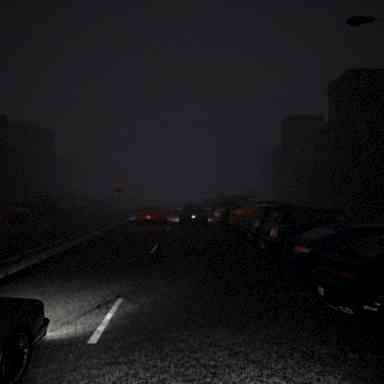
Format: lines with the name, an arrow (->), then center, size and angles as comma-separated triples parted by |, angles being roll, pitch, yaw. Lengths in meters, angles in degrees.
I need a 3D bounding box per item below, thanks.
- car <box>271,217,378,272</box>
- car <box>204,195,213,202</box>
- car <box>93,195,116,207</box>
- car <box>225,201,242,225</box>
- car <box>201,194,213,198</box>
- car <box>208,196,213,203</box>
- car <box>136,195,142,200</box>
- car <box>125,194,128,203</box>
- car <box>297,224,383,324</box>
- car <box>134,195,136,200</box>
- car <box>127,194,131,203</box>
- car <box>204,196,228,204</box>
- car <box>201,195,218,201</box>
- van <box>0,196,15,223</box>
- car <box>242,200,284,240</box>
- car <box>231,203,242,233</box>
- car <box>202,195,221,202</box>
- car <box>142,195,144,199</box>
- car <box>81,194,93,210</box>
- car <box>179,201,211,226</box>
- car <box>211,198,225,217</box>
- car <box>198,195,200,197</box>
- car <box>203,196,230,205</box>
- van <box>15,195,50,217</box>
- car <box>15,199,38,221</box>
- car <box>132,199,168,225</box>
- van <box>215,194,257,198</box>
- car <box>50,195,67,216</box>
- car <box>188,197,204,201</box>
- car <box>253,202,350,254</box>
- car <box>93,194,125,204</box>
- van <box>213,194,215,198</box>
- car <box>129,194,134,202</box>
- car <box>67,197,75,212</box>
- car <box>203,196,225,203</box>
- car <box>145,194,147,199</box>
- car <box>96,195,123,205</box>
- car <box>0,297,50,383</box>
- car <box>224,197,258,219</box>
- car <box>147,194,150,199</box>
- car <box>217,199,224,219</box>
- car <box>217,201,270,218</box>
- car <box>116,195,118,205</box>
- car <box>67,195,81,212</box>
car -> 4.708, 1.525, 8.671 | 4.674, 1.452, 2.002 | 0, 0, 0
car -> 4.687, 1.622, 50.361 | 4.792, 1.488, 2.163 | 0, 0, 0
car -> -15.497, 1.662, 54.199 | 4.792, 1.488, 2.163 | 0, 0, 0
car -> 4.708, 1.508, 19.786 | 5.008, 1.535, 2.097 | 0, 0, 0
car -> 4.688, 1.347, 53.142 | 5.566, 2.045, 2.435 | 0, 0, 0
car -> 4.708, 1.567, 39.243 | 4.892, 1.521, 2.231 | 0, 0, 0
car -> -15.514, 1.399, 79.018 | 5.566, 2.045, 2.435 | 0, 0, 0
car -> -15.530, 1.679, 65.101 | 4.674, 1.452, 2.002 | 0, 0, 0
car -> 4.705, 1.484, 5.893 | 4.892, 1.521, 2.231 | 0, 0, 0
car -> -15.541, 1.682, 73.504 | 4.674, 1.452, 2.002 | 0, 0, 0
car -> -15.533, 1.679, 67.989 | 4.674, 1.452, 2.002 | 0, 0, 0
car -> 4.762, 1.653, 67.031 | 4.792, 1.488, 2.163 | 0, 0, 0
car -> 4.852, 1.737, 94.945 | 4.792, 1.488, 2.163 | 0, 0, 0
van -> -15.622, 1.323, 23.863 | 4.442, 1.987, 1.878 | 0, 0, 0
car -> 4.680, 1.369, 14.231 | 4.553, 1.767, 2.185 | 0, 0, 0
car -> 4.718, 1.502, 17.009 | 4.892, 1.521, 2.231 | 0, 0, 0
car -> 4.819, 1.538, 83.740 | 4.553, 1.767, 2.185 | 0, 0, 0
car -> -15.731, 1.660, 84.530 | 5.366, 1.575, 1.946 | 0, 0, 0
car -> -15.545, 1.354, 40.412 | 5.566, 2.045, 2.435 | 0, 0, 0
car -> 0.103, 1.604, 23.801 | 1.994, 1.385, 4.181 | 0, 0, 0
car -> 4.528, 1.530, 28.125 | 5.366, 1.575, 1.946 | 0, 0, 0
car -> 4.806, 1.403, 80.927 | 5.566, 2.045, 2.435 | 0, 0, 0
car -> 4.730, 1.620, 64.376 | 5.008, 1.535, 2.097 | 0, 0, 0
van -> -15.393, 1.343, 29.379 | 4.442, 1.987, 1.878 | 0, 0, 0
car -> -15.513, 1.559, 26.621 | 5.008, 1.535, 2.097 | 0, 0, 0
car -> -2.897, 1.520, 24.675 | 1.882, 1.535, 5.008 | 0, 0, 0
van -> 4.830, 1.324, 33.685 | 4.442, 1.987, 1.878 | 0, 0, 0
car -> -15.540, 1.328, 32.137 | 5.566, 2.045, 2.435 | 0, 0, 0
car -> 0.116, 1.654, 40.832 | 1.994, 1.385, 4.181 | 0, 0, 0
car -> 4.680, 1.364, 11.451 | 4.553, 1.767, 2.185 | 0, 0, 0
car -> -15.501, 1.385, 59.716 | 5.566, 2.045, 2.435 | 0, 0, 0
van -> 4.831, 1.332, 36.464 | 4.442, 1.987, 1.878 | 0, 0, 0
car -> -15.531, 1.640, 70.746 | 5.008, 1.535, 2.097 | 0, 0, 0
car -> -15.508, 1.588, 35.019 | 5.008, 1.535, 2.097 | 0, 0, 0
car -> 4.722, 1.663, 72.589 | 4.792, 1.488, 2.163 | 0, 0, 0
car -> -15.735, 1.677, 90.045 | 5.366, 1.575, 1.946 | 0, 0, 0
car -> -15.500, 1.512, 62.473 | 4.553, 1.767, 2.185 | 0, 0, 0
car -> -2.900, 1.548, 2.169 | 2.033, 1.411, 5.357 | 0, 0, 0
car -> 4.744, 1.391, 22.568 | 4.553, 1.767, 2.185 | 0, 0, 0
car -> -15.361, 1.689, 92.808 | 5.366, 1.575, 1.946 | 0, 0, 0
car -> 4.708, 1.525, 25.346 | 5.008, 1.535, 2.097 | 0, 0, 0
car -> 4.716, 1.582, 30.905 | 4.674, 1.452, 2.002 | 0, 0, 0
car -> -15.530, 1.675, 56.957 | 4.674, 1.452, 2.002 | 0, 0, 0
car -> -15.546, 1.472, 37.776 | 4.553, 1.767, 2.185 | 0, 0, 0
